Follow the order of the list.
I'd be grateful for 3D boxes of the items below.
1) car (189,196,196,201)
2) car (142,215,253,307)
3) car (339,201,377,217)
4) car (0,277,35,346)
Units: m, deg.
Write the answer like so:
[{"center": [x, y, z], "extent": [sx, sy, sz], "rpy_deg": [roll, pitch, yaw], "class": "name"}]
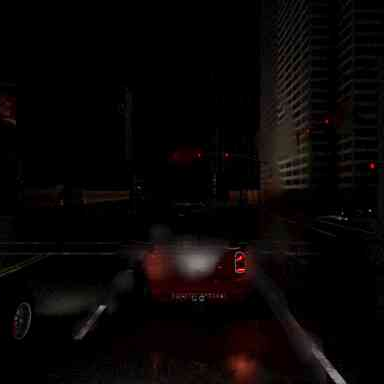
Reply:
[{"center": [0.082, 1.595, 83.494], "extent": [1.895, 1.301, 4.718], "rpy_deg": [0, 0, 0], "class": "car"}, {"center": [0.108, 1.352, 8.145], "extent": [2.097, 1.767, 4.553], "rpy_deg": [0, 0, 0], "class": "car"}, {"center": [16.300, 1.547, 30.192], "extent": [5.357, 1.411, 2.033], "rpy_deg": [0, 0, 0], "class": "car"}, {"center": [-3.395, 1.526, 3.371], "extent": [1.812, 1.442, 4.674], "rpy_deg": [0, 0, 0], "class": "car"}]
